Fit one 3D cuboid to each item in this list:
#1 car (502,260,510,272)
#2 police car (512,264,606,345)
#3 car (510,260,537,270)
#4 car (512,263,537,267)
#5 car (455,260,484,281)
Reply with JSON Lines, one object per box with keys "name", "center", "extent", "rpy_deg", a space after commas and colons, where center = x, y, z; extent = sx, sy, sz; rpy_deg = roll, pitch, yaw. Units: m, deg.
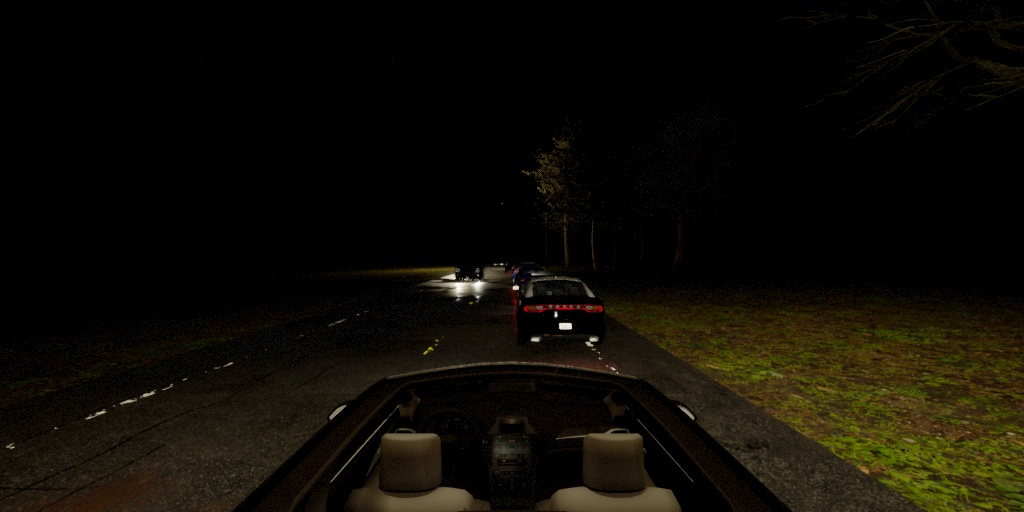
{"name": "car", "center": [0.041, 1.348, 46.810], "extent": [1.837, 1.490, 4.892], "rpy_deg": [0, 0, 0]}
{"name": "police car", "center": [1.054, 1.178, 9.635], "extent": [1.930, 1.638, 5.238], "rpy_deg": [0, 0, 0]}
{"name": "car", "center": [1.059, 1.134, 25.497], "extent": [2.097, 1.767, 4.553], "rpy_deg": [0, 0, 0]}
{"name": "car", "center": [1.057, 1.294, 19.526], "extent": [1.812, 1.442, 4.674], "rpy_deg": [0, 0, 0]}
{"name": "car", "center": [-3.589, 1.152, 30.982], "extent": [2.097, 1.767, 4.553], "rpy_deg": [0, 0, 0]}
